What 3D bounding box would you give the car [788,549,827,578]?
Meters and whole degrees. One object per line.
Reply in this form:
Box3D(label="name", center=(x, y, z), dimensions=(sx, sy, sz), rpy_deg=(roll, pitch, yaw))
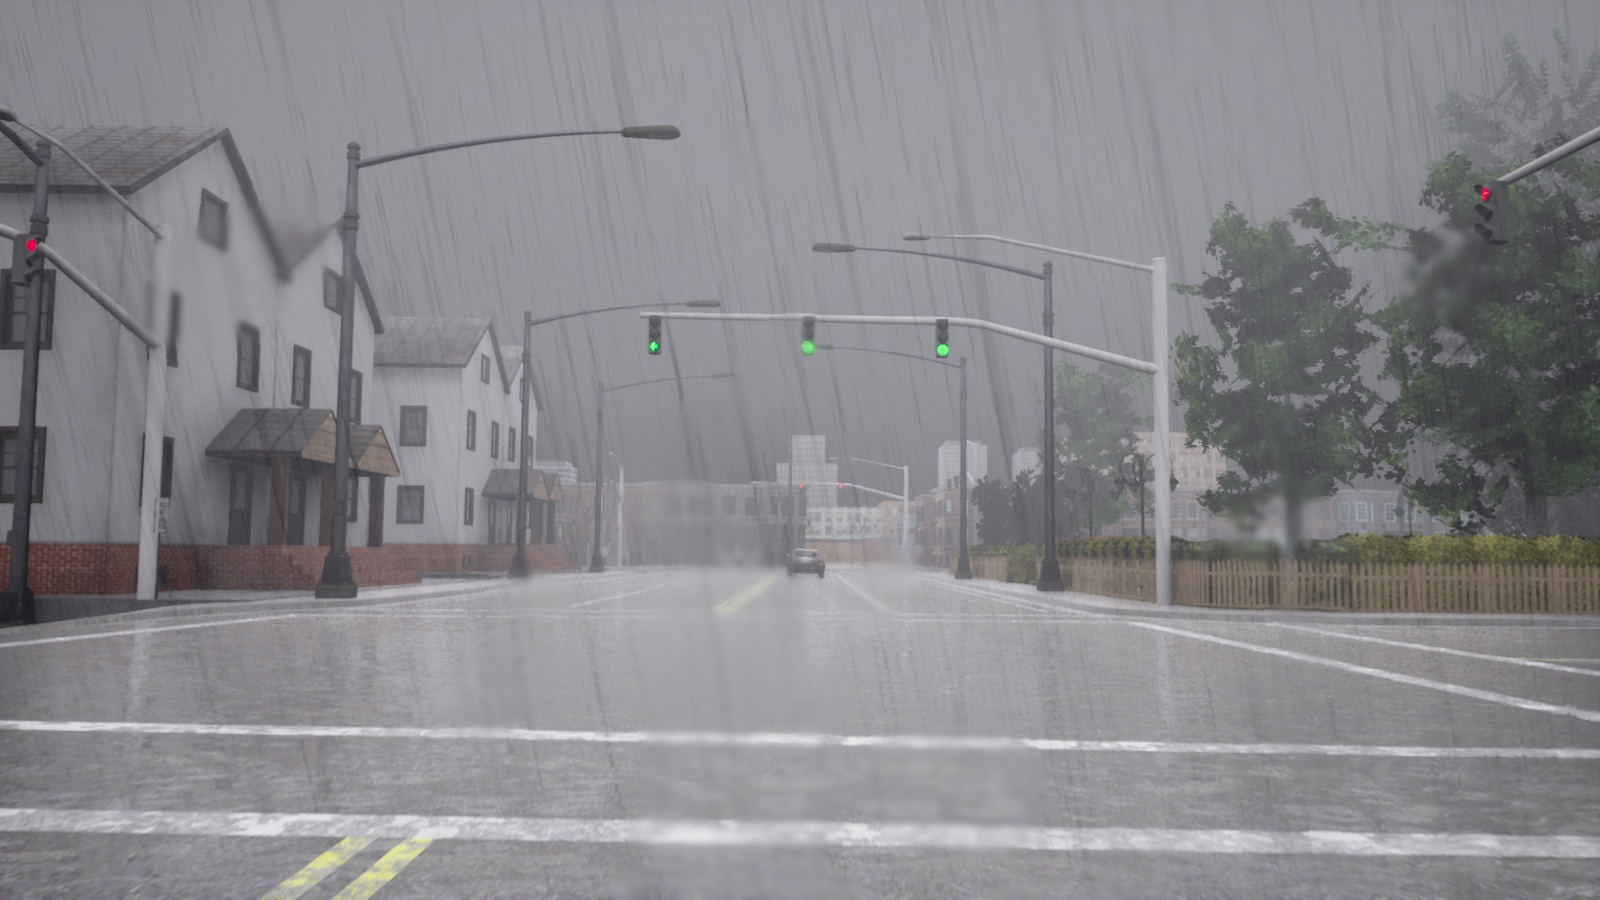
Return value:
Box3D(label="car", center=(0.382, 5.942, 65.808), dimensions=(1.970, 1.475, 3.806), rpy_deg=(1, -5, 1))
